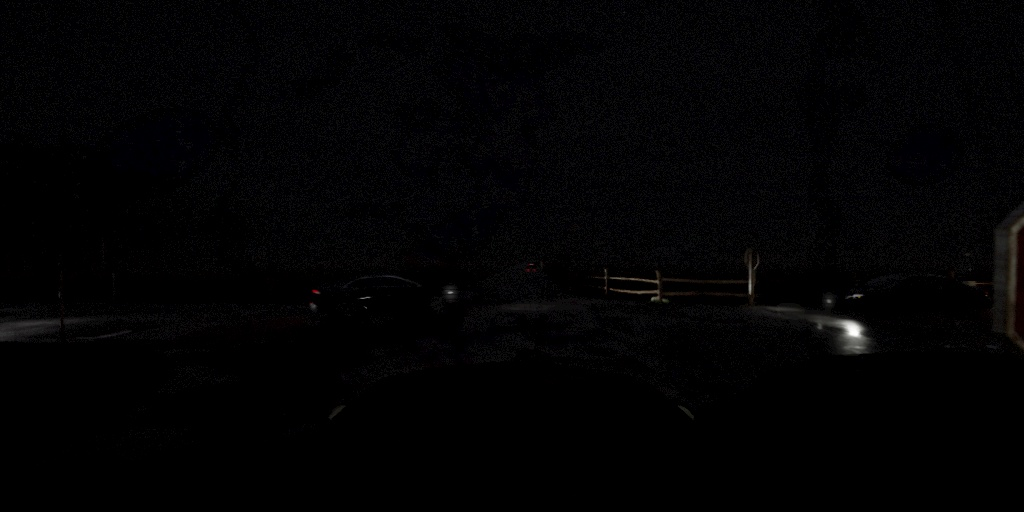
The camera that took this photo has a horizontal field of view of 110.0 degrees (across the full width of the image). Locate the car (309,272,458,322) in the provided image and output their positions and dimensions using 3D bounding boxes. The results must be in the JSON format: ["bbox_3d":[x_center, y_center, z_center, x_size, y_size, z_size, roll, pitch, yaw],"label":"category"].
[{"bbox_3d":[-4.419,1.338,12.794,4.902,1.511,2.128,-1,1,-25],"label":"car"}]

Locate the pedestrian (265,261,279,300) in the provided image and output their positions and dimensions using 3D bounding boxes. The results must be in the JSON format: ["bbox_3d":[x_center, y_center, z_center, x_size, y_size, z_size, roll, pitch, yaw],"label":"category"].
[{"bbox_3d":[-11.265,1.125,16.754,0.375,1.860,0.375,0,1,3],"label":"pedestrian"}]

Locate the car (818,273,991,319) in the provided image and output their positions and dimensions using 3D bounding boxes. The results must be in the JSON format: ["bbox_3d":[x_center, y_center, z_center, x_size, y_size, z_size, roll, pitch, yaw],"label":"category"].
[{"bbox_3d":[13.562,1.322,12.544,4.674,1.442,1.812,0,1,4],"label":"car"}]
